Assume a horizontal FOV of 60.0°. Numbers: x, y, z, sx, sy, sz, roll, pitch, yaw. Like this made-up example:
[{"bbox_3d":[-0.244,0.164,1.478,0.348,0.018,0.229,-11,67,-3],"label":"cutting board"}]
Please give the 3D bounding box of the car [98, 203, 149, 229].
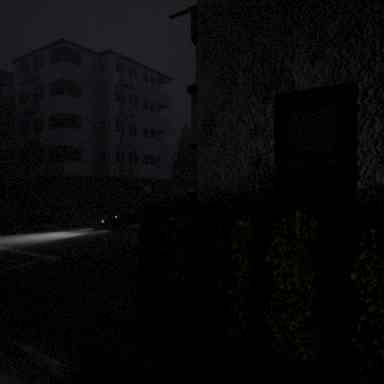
[{"bbox_3d":[-3.929,1.491,21.903,2.128,1.511,4.902,0,0,35],"label":"car"}]
